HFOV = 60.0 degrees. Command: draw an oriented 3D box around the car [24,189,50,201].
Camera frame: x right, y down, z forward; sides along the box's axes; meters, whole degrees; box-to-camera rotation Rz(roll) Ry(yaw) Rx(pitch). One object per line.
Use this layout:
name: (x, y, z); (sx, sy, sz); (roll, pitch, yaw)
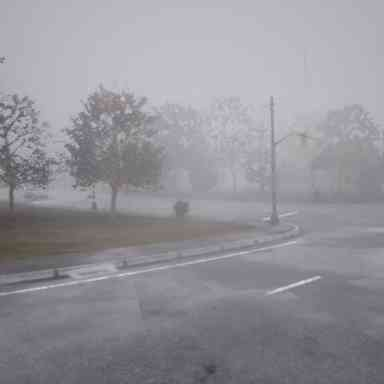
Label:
car: (-21.556, 0.378, 46.004); (4.674, 1.442, 1.812); (3, 4, 39)
